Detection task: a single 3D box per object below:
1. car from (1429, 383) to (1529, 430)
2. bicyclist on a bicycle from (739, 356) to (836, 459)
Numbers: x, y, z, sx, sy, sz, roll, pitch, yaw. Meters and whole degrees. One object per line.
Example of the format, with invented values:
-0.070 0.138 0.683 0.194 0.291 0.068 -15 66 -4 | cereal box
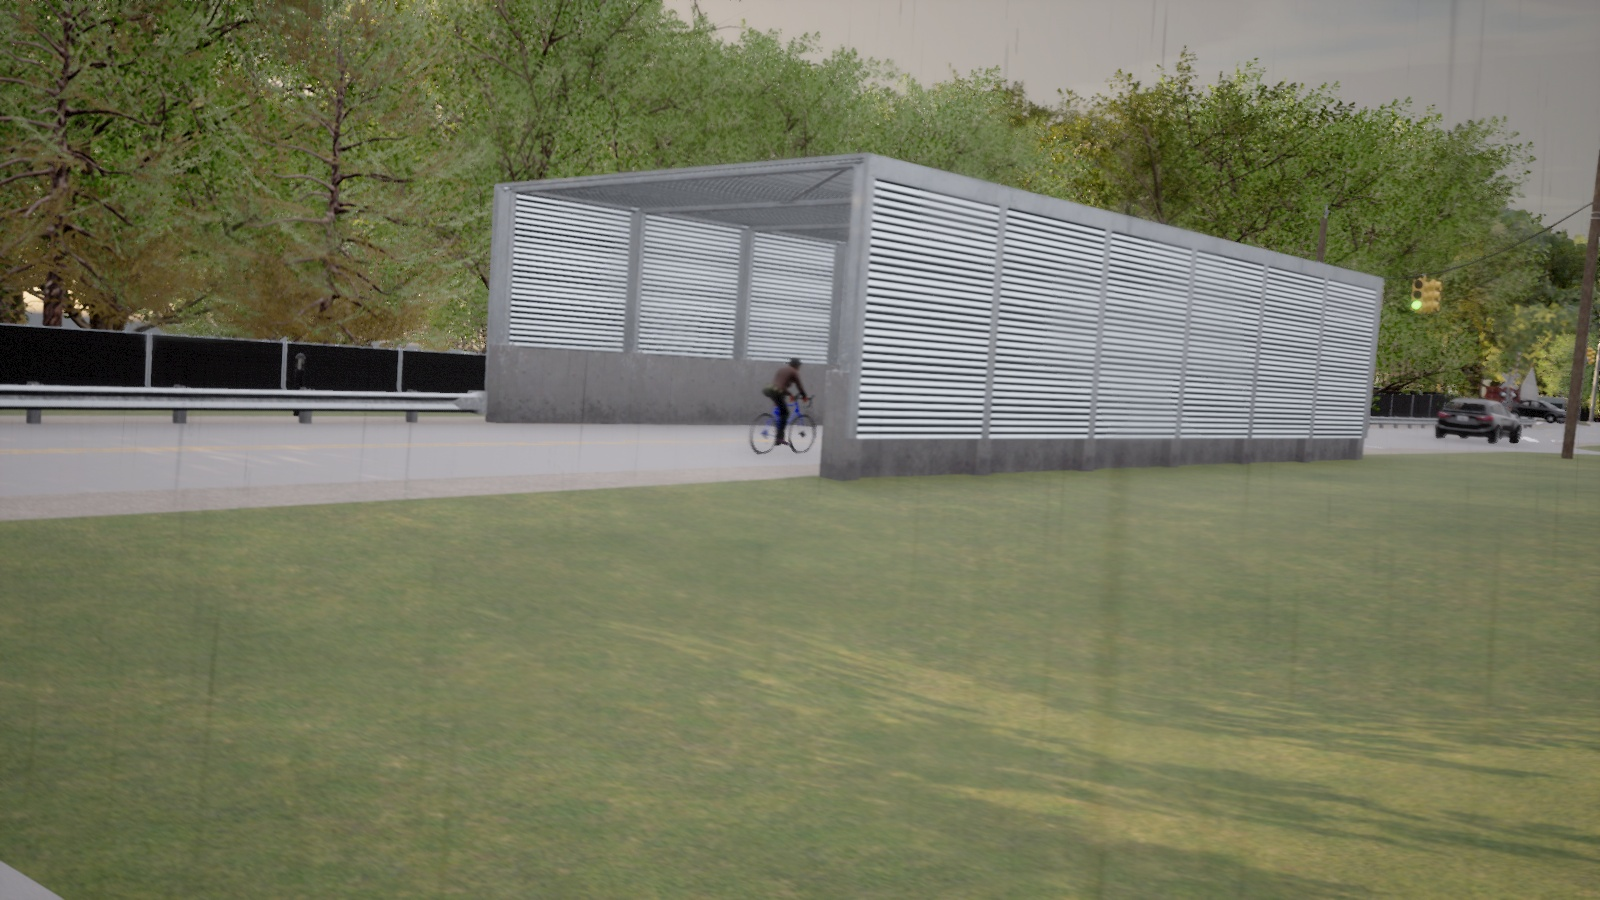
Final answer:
27.111 -1.742 50.061 2.242 1.667 4.611 8 7 43 | car
-0.199 -0.706 20.902 0.582 1.620 1.656 7 6 40 | bicyclist on a bicycle
